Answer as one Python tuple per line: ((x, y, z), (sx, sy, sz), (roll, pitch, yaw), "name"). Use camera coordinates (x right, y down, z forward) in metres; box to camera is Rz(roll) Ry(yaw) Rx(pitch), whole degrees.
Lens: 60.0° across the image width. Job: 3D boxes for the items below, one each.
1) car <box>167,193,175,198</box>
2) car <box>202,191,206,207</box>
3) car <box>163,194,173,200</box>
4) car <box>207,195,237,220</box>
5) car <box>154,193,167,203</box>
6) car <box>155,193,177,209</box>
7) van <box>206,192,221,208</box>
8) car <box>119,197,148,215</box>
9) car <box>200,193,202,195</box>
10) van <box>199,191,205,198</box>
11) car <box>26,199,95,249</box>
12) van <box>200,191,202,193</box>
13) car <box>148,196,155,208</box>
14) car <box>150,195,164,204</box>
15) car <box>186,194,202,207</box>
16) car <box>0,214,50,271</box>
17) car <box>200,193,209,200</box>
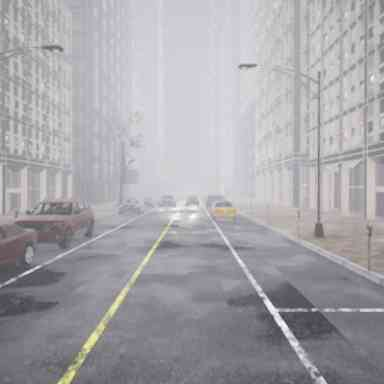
((-5.555, 1.011, 88.387), (1.802, 1.307, 4.206), (0, 0, 0), "car")
((2.753, 1.069, 42.784), (2.192, 1.841, 5.009), (0, 0, 0), "car")
((-5.573, 1.082, 76.990), (1.947, 1.339, 4.313), (0, 0, 0), "car")
((2.390, 1.313, 26.112), (1.801, 1.575, 5.366), (0, 0, 0), "car")
((-5.600, 1.081, 59.897), (1.967, 1.590, 4.097), (0, 0, 0), "car")
((-3.025, 1.111, 41.752), (2.097, 1.767, 4.553), (0, 0, 0), "car")
((2.744, 1.131, 37.085), (1.690, 1.788, 3.998), (0, 0, 0), "van")
((-5.645, 1.263, 31.404), (1.967, 1.590, 4.097), (0, 0, 0), "car")
((2.781, 1.193, 59.883), (2.008, 1.369, 4.403), (0, 0, 0), "car")
((2.834, 0.727, 94.069), (1.690, 1.788, 3.998), (0, 0, 0), "van")
((-5.672, 1.238, 14.308), (2.192, 1.841, 5.009), (0, 0, 0), "car")
((2.799, 0.901, 71.277), (1.690, 1.788, 3.998), (0, 0, 0), "van")
((-5.627, 1.304, 42.801), (2.008, 1.369, 4.403), (0, 0, 0), "car")
((-5.609, 1.206, 54.027), (1.752, 1.417, 4.829), (0, 0, 0), "car")
((0.093, 1.335, 45.899), (1.895, 1.301, 4.718), (0, 0, 1), "car")
((-5.680, 1.498, 8.611), (1.887, 1.381, 4.507), (0, 0, 0), "car")
((2.808, 1.062, 76.976), (1.887, 1.381, 4.507), (0, 0, 0), "car")
